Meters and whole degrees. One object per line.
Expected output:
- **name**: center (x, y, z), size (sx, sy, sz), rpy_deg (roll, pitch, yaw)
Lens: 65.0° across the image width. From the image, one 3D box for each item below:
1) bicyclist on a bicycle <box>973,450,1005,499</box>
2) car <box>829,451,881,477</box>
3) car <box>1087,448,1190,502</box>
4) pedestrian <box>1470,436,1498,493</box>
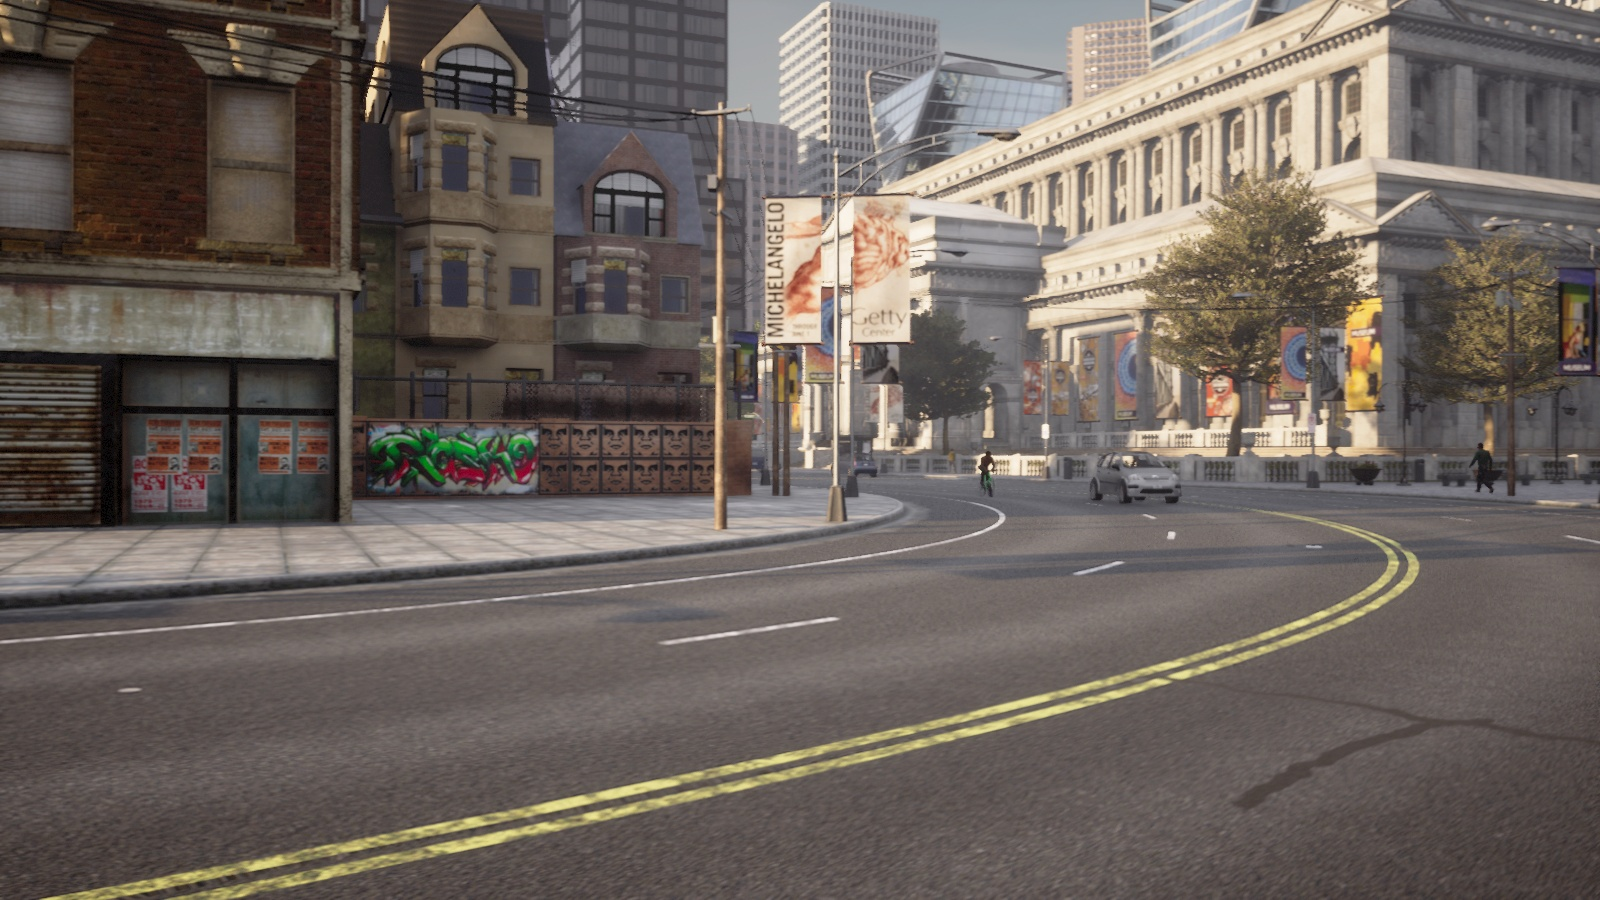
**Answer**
- **bicyclist on a bicycle**: center (6.490, 0.825, 43.183), size (0.582, 1.620, 1.656), rpy_deg (0, 0, -9)
- **car**: center (3.530, 0.906, 81.267), size (1.851, 1.617, 3.988), rpy_deg (0, 0, -22)
- **car**: center (10.475, 0.746, 39.129), size (1.851, 1.617, 3.988), rpy_deg (0, 0, -5)
- **pedestrian**: center (23.609, 0.482, 43.338), size (0.423, 1.949, 0.788), rpy_deg (0, 0, -16)
